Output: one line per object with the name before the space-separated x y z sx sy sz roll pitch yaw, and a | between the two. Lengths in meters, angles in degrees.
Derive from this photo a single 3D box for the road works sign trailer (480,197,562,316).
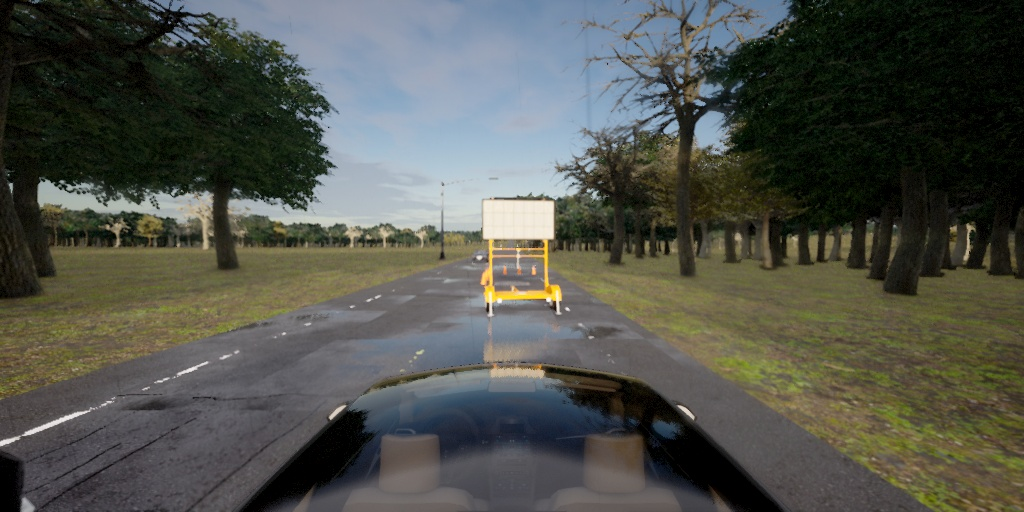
road works sign trailer | 0.195 -0.117 11.854 2.380 3.560 2.880 0 0 -8

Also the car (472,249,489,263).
car | -3.580 -0.037 41.872 2.128 1.511 4.902 0 2 0
